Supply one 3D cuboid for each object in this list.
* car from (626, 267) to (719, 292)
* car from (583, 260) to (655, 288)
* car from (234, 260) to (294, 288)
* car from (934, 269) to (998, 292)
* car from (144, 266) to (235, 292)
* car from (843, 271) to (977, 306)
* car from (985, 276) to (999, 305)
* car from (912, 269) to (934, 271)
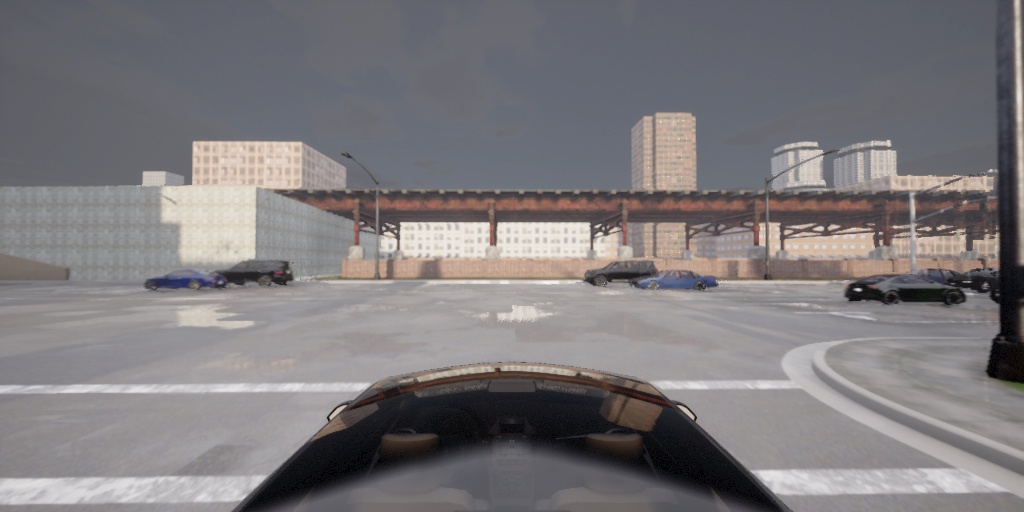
[{"bbox_3d":[10.750,1.624,23.924,5.357,1.411,2.033,0,-1,1],"label":"car"},{"bbox_3d":[8.323,1.350,27.452,5.566,2.045,2.150,0,-1,1],"label":"car"},{"bbox_3d":[-19.932,1.356,27.718,5.566,2.045,2.150,0,-1,1],"label":"car"},{"bbox_3d":[31.513,1.595,23.630,4.892,1.490,1.837,0,-1,1],"label":"car"},{"bbox_3d":[-21.942,1.609,24.219,4.674,1.442,1.812,0,-1,0],"label":"car"},{"bbox_3d":[18.097,1.533,16.661,4.181,1.385,1.994,0,-1,1],"label":"car"},{"bbox_3d":[21.131,1.518,13.172,4.718,1.301,1.895,0,-1,1],"label":"car"},{"bbox_3d":[31.551,1.670,27.129,5.357,1.411,2.033,0,-1,1],"label":"car"}]
